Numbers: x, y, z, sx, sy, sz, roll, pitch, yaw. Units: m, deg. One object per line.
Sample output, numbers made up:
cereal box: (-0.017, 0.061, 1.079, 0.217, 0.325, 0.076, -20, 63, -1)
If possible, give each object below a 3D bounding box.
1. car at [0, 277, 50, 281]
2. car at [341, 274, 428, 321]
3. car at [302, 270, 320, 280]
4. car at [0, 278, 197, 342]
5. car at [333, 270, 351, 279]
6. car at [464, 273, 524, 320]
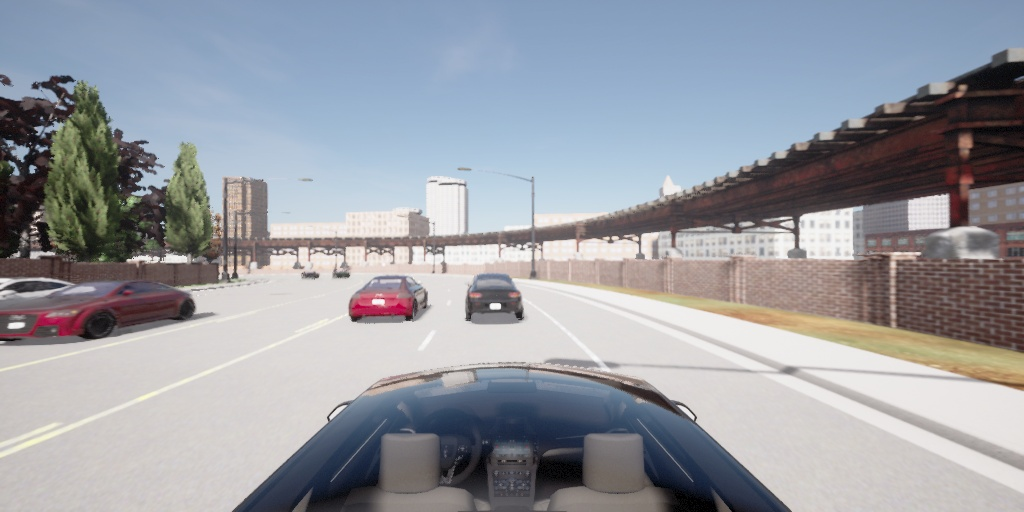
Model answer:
car: (-14.644, 1.339, 10.186, 1.812, 1.442, 4.674, 0, 0, -6)
car: (-4.205, 1.361, 12.727, 1.994, 1.385, 4.181, 0, -1, -6)
car: (-28.124, 2.617, 50.130, 1.895, 1.301, 4.718, 0, -2, -36)
car: (-11.139, 1.362, 9.910, 1.994, 1.385, 4.181, 0, 0, -6)
car: (-23.528, 2.522, 49.533, 1.895, 1.301, 4.718, 0, -2, -32)
car: (-0.691, 1.308, 12.634, 1.812, 1.442, 4.674, 0, -1, -5)
